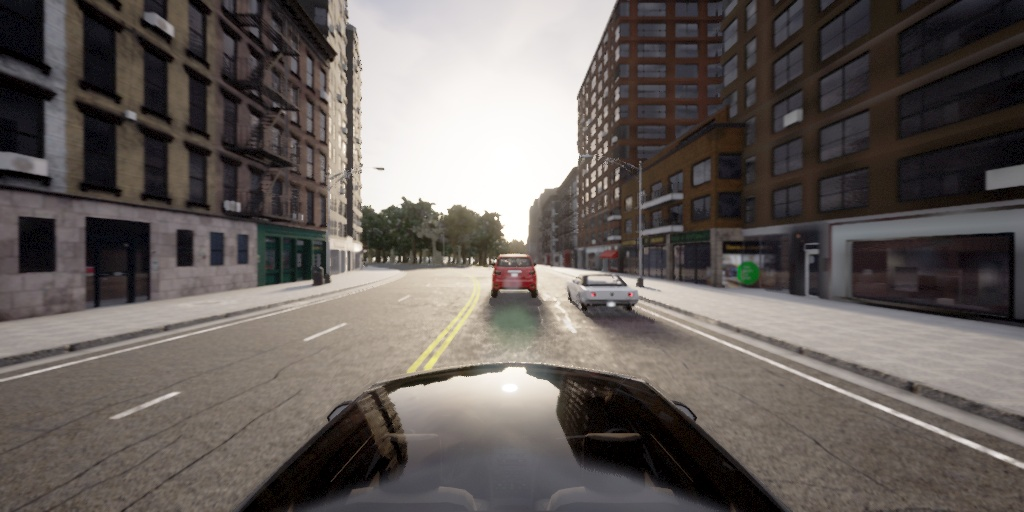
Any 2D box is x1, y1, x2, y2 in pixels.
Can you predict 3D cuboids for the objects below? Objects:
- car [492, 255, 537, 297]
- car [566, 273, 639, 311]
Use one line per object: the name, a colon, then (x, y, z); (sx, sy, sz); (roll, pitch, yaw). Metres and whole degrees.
car: (0.119, 0.951, 18.876); (2.150, 2.045, 5.566); (0, 0, 0)
car: (3.361, 1.339, 14.324); (1.895, 1.301, 4.718); (0, 0, 0)
